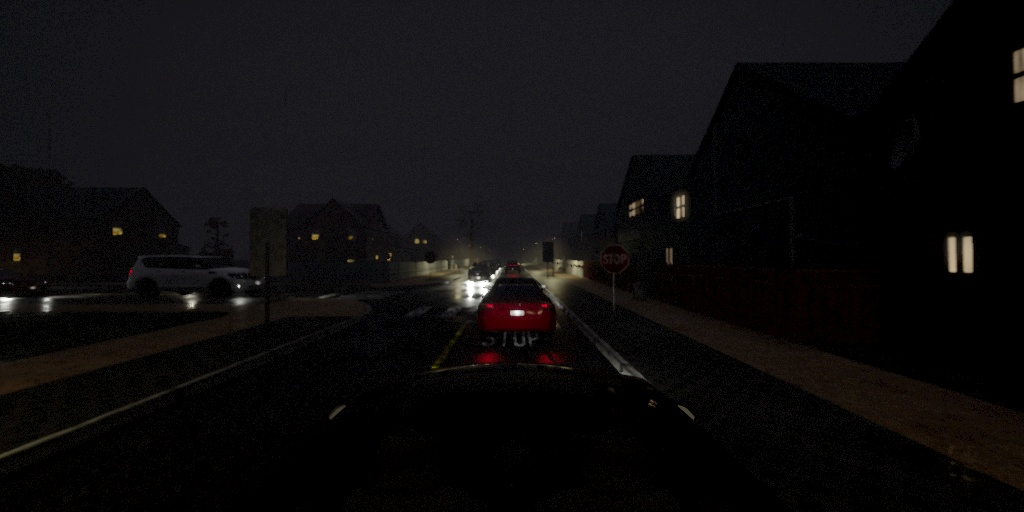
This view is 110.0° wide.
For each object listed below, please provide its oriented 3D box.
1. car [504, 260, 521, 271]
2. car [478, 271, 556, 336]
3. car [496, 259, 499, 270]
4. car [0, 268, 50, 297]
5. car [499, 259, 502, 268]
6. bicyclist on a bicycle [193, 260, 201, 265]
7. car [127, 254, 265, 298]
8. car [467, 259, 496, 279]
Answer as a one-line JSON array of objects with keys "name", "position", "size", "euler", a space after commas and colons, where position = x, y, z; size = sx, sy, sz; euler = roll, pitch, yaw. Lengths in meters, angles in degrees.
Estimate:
[{"name": "car", "position": [0.094, 1.263, 44.845], "size": [1.837, 1.490, 4.892], "euler": [0, 0, 0]}, {"name": "car", "position": [0.104, 1.314, 10.465], "size": [1.994, 1.385, 4.181], "euler": [0, 0, 0]}, {"name": "car", "position": [-2.851, 1.235, 41.451], "size": [1.882, 1.535, 5.008], "euler": [0, 0, 0]}, {"name": "car", "position": [-25.268, 1.252, 17.162], "size": [4.674, 1.442, 1.812], "euler": [0, -1, 0]}, {"name": "car", "position": [-2.848, 1.287, 51.512], "size": [1.812, 1.442, 4.674], "euler": [0, 0, 0]}, {"name": "bicyclist on a bicycle", "position": [-20.216, 1.095, 23.057], "size": [0.582, 1.620, 1.656], "euler": [0, 0, 0]}, {"name": "car", "position": [-14.969, 0.953, 17.237], "size": [5.566, 2.045, 2.150], "euler": [0, -1, -1]}, {"name": "car", "position": [-2.854, 1.246, 32.133], "size": [2.128, 1.511, 4.902], "euler": [0, 0, 0]}]
